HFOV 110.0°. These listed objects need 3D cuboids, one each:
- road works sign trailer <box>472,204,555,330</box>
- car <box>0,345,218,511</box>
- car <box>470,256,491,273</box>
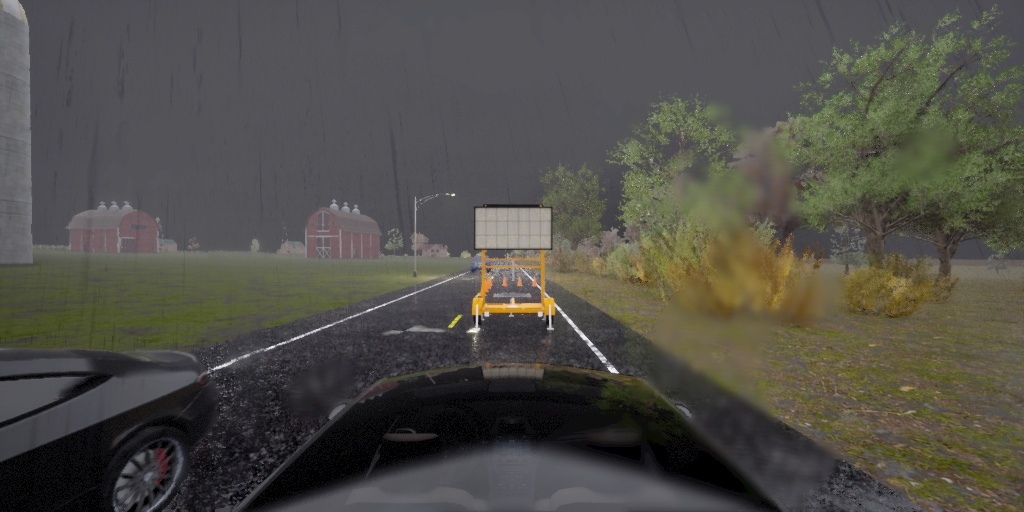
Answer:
[{"bbox_3d":[0.037,0.213,11.122,2.380,3.560,2.880,0,0,0],"label":"road works sign trailer"},{"bbox_3d":[-3.604,1.276,1.406,1.812,1.442,4.674,0,0,0],"label":"car"},{"bbox_3d":[-3.754,0.969,43.681,2.150,2.045,5.566,0,0,-1],"label":"car"}]
